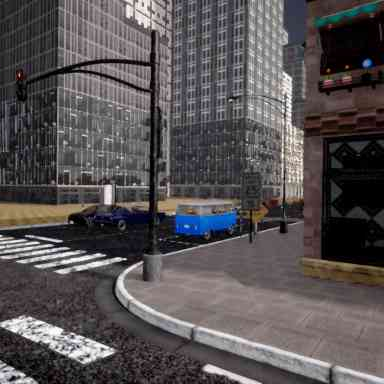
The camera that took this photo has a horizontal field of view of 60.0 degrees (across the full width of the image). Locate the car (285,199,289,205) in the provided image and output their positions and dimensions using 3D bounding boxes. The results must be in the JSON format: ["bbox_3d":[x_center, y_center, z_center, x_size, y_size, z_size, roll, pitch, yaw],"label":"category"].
[{"bbox_3d":[16.380,1.364,53.299,1.752,1.417,4.829,1,1,35],"label":"car"}]

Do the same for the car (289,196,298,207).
[{"bbox_3d":[16.217,1.537,48.439,1.895,1.301,4.718,1,1,35],"label":"car"}]

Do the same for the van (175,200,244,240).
[{"bbox_3d":[0.828,1.368,17.033,1.690,1.788,3.998,1,1,35],"label":"van"}]

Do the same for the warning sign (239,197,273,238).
[{"bbox_3d":[3.109,1.177,16.137,1.300,1.860,1.060,1,1,35],"label":"warning sign"}]

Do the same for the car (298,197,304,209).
[{"bbox_3d":[15.553,1.415,42.260,1.882,1.535,5.008,1,1,36],"label":"car"}]

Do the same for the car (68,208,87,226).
[{"bbox_3d":[-5.999,1.467,21.900,1.947,1.339,4.313,1,1,35],"label":"car"}]

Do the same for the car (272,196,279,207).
[{"bbox_3d":[10.057,1.294,44.425,1.967,1.590,4.097,1,1,35],"label":"car"}]

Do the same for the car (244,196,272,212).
[{"bbox_3d":[5.940,1.400,34.177,2.128,1.511,4.902,1,1,36],"label":"car"}]

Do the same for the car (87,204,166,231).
[{"bbox_3d":[-3.787,1.540,20.541,1.895,1.301,4.718,1,1,35],"label":"car"}]
